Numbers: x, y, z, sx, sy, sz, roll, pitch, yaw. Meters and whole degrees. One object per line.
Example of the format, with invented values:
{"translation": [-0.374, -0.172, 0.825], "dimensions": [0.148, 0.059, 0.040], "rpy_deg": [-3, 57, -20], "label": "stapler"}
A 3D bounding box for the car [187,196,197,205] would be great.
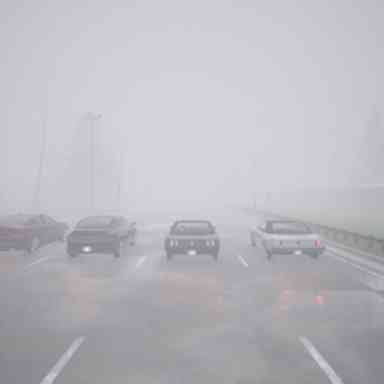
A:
{"translation": [0.010, 2.326, 79.141], "dimensions": [1.837, 1.490, 4.892], "rpy_deg": [0, -1, 0], "label": "car"}

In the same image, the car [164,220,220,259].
{"translation": [0.030, 1.745, 13.229], "dimensions": [1.895, 1.301, 4.718], "rpy_deg": [0, -1, 1], "label": "car"}

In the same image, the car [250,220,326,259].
{"translation": [3.530, 1.745, 13.235], "dimensions": [1.895, 1.301, 4.718], "rpy_deg": [0, -1, 1], "label": "car"}

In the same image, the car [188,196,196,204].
{"translation": [0.011, 2.106, 89.598], "dimensions": [2.150, 2.045, 5.566], "rpy_deg": [0, -1, 0], "label": "car"}

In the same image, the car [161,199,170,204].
{"translation": [-6.989, 2.443, 88.762], "dimensions": [1.895, 1.301, 4.718], "rpy_deg": [0, -1, 0], "label": "car"}

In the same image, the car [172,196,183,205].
{"translation": [-3.490, 2.051, 79.175], "dimensions": [2.150, 2.045, 5.566], "rpy_deg": [0, -1, 0], "label": "car"}

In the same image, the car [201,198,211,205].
{"translation": [3.510, 2.326, 79.141], "dimensions": [1.837, 1.490, 4.892], "rpy_deg": [0, -1, 0], "label": "car"}

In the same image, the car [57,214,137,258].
{"translation": [-3.469, 1.654, 13.488], "dimensions": [1.837, 1.490, 4.892], "rpy_deg": [0, 0, 1], "label": "car"}

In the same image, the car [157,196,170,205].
{"translation": [-6.990, 2.051, 79.175], "dimensions": [2.150, 2.045, 5.566], "rpy_deg": [0, -1, 0], "label": "car"}

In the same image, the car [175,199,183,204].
{"translation": [-3.489, 2.443, 88.762], "dimensions": [1.895, 1.301, 4.718], "rpy_deg": [0, -1, 0], "label": "car"}

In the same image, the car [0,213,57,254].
{"translation": [-6.961, 1.633, 14.239], "dimensions": [1.882, 1.535, 5.008], "rpy_deg": [0, 0, 1], "label": "car"}

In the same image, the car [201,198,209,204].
{"translation": [3.511, 2.381, 89.565], "dimensions": [1.837, 1.490, 4.892], "rpy_deg": [0, -1, 0], "label": "car"}
